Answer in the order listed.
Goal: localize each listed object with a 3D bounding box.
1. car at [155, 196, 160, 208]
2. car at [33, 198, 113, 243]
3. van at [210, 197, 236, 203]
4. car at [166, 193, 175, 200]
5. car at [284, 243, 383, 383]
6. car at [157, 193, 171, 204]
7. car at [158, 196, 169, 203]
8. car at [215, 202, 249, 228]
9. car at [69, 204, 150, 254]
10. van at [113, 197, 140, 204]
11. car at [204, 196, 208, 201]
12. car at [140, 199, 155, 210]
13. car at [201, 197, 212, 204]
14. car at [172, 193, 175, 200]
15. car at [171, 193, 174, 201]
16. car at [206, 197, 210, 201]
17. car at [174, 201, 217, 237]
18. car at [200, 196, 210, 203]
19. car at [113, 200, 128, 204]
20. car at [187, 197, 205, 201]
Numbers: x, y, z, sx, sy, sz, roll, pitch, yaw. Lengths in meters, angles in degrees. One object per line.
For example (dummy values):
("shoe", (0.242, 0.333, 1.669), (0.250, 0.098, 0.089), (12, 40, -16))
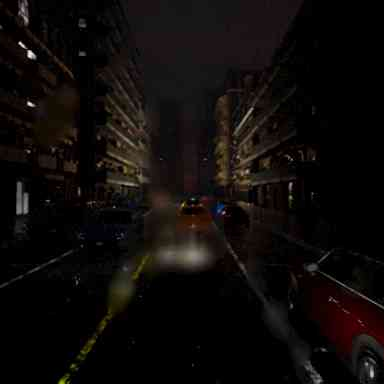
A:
("car", (-5.706, 1.540, 44.567), (1.802, 1.307, 4.206), (0, 0, 0))
("car", (-5.691, 1.289, 16.115), (2.192, 1.841, 5.009), (0, 0, 0))
("van", (2.684, 1.304, 27.496), (1.690, 1.788, 3.998), (0, 0, 0))
("car", (-5.727, 1.314, 90.086), (2.192, 1.841, 5.009), (0, 0, 0))
("car", (2.694, 1.431, 4.737), (1.967, 1.590, 4.097), (0, 0, 0))
("car", (-5.712, 1.277, 61.636), (2.192, 1.841, 5.009), (0, 0, 0))
("car", (-5.716, 1.491, 67.157), (1.752, 1.417, 4.829), (0, 0, 0))
("car", (2.685, 1.549, 21.808), (1.802, 1.307, 4.206), (0, 0, 0))
("car", (-3.106, 1.455, 13.650), (1.882, 1.535, 5.008), (0, 0, 0))
("van", (-5.696, 1.304, 27.494), (1.690, 1.788, 3.998), (0, 0, 0))
("car", (2.672, 1.541, 50.257), (1.802, 1.307, 4.206), (0, 0, 0))
("car", (-5.703, 1.484, 38.705), (1.752, 1.417, 4.829), (0, 0, 0))
("car", (2.667, 1.544, 61.638), (1.802, 1.307, 4.206), (0, 0, 0))
("car", (-5.722, 1.560, 78.706), (1.802, 1.307, 4.206), (0, 0, 0))
("car", (-5.719, 1.536, 73.017), (1.947, 1.339, 4.313), (0, 0, 0))
("car", (2.680, 1.504, 33.187), (1.887, 1.381, 4.507), (0, 0, 0))
("car", (0.091, 1.449, 17.816), (1.882, 1.535, 5.008), (0, 0, 0))
("car", (2.664, 1.547, 67.328), (1.802, 1.307, 4.206), (0, 0, 0))
("car", (-5.695, 1.493, 21.637), (1.752, 1.417, 4.829), (0, 0, 0))
("car", (0.084, 1.506, 38.897), (2.033, 1.411, 5.357), (0, 0, 0))
